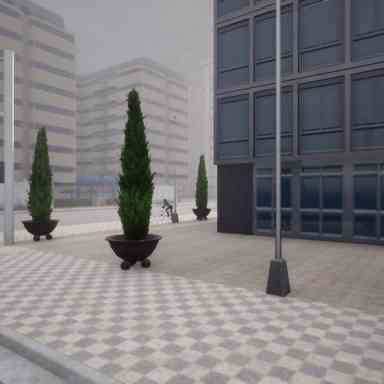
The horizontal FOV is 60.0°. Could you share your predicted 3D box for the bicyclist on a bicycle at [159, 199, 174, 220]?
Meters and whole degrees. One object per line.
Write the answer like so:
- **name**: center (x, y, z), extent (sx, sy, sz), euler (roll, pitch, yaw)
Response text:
- **bicyclist on a bicycle**: center (-1.975, 1.356, 25.864), extent (1.656, 1.620, 0.582), euler (0, 0, 35)
